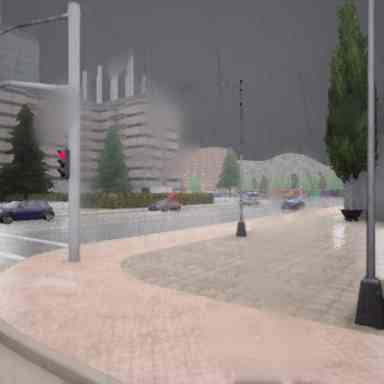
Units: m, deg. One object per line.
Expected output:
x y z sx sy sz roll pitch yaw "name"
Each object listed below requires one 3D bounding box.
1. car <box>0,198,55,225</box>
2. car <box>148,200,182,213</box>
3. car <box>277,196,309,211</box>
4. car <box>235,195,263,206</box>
-12.589 1.360 24.473 2.097 1.767 4.553 0 0 36 "car"
-3.034 1.570 37.596 1.994 1.385 4.181 0 0 36 "car"
12.412 1.529 40.637 1.812 1.442 4.674 0 0 36 "car"
9.394 1.610 54.504 1.895 1.301 4.718 0 0 36 "car"
